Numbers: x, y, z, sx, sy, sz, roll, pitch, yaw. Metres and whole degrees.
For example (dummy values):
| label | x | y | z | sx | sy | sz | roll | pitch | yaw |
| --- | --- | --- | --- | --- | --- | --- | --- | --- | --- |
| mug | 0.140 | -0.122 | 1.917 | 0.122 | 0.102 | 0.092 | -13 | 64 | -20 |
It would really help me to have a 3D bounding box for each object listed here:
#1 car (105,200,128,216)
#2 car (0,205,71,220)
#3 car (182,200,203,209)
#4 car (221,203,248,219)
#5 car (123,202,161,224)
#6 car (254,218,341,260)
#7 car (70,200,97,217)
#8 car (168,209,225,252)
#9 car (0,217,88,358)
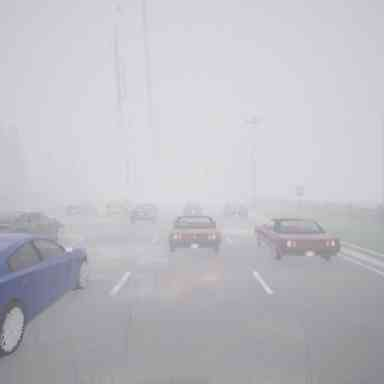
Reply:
| label | x | y | z | sx | sy | sz | roll | pitch | yaw |
| --- | --- | --- | --- | --- | --- | --- | --- | --- | --- |
| car | -6.902 | 1.470 | 31.921 | 1.882 | 1.535 | 5.008 | 0 | 0 | 0 |
| car | -6.901 | 1.501 | 13.663 | 1.837 | 1.490 | 4.892 | 0 | 0 | 0 |
| car | 0.085 | 1.518 | 31.431 | 1.812 | 1.442 | 4.674 | 0 | 0 | 0 |
| car | 3.598 | 1.594 | 28.867 | 1.895 | 1.301 | 4.718 | 0 | 0 | 0 |
| car | -3.401 | 1.541 | 24.893 | 2.033 | 1.411 | 5.357 | 0 | 0 | 0 |
| car | 3.600 | 1.598 | 12.355 | 1.895 | 1.301 | 4.718 | 0 | 0 | 0 |
| car | -10.415 | 1.518 | 31.429 | 1.812 | 1.442 | 4.674 | 0 | 0 | 0 |
| car | 0.099 | 1.598 | 13.787 | 1.895 | 1.301 | 4.718 | 0 | 0 | 0 |
| car | -3.399 | 1.476 | 6.010 | 1.882 | 1.535 | 5.008 | 0 | 0 | 0 |
